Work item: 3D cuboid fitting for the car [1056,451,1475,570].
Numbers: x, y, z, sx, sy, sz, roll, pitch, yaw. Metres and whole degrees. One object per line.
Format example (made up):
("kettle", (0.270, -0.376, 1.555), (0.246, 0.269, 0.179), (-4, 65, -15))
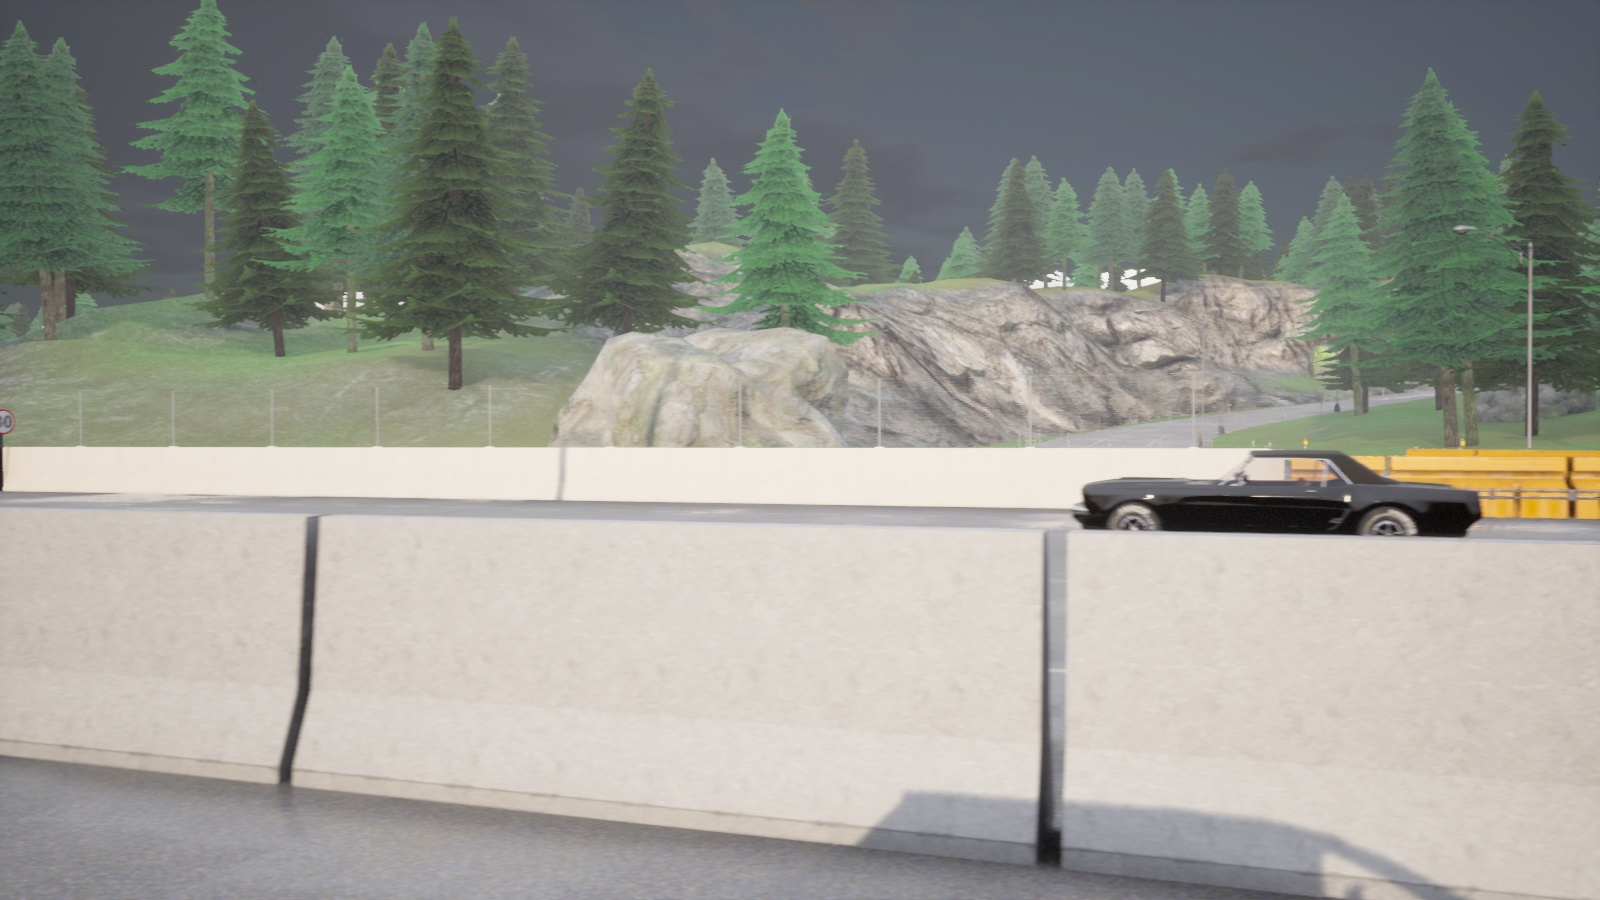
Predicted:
("car", (5.778, 0.692, 16.020), (4.718, 1.301, 1.895), (1, 1, 19))
